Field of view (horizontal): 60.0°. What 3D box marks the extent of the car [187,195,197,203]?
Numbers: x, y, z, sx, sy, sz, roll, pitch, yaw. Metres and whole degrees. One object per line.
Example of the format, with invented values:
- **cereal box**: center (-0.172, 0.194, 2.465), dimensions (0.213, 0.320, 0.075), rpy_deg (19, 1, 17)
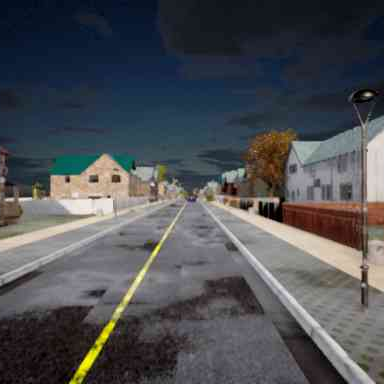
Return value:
- **car**: center (0.022, 1.603, 78.861), dimensions (2.097, 1.767, 4.553), rpy_deg (0, 0, 0)
